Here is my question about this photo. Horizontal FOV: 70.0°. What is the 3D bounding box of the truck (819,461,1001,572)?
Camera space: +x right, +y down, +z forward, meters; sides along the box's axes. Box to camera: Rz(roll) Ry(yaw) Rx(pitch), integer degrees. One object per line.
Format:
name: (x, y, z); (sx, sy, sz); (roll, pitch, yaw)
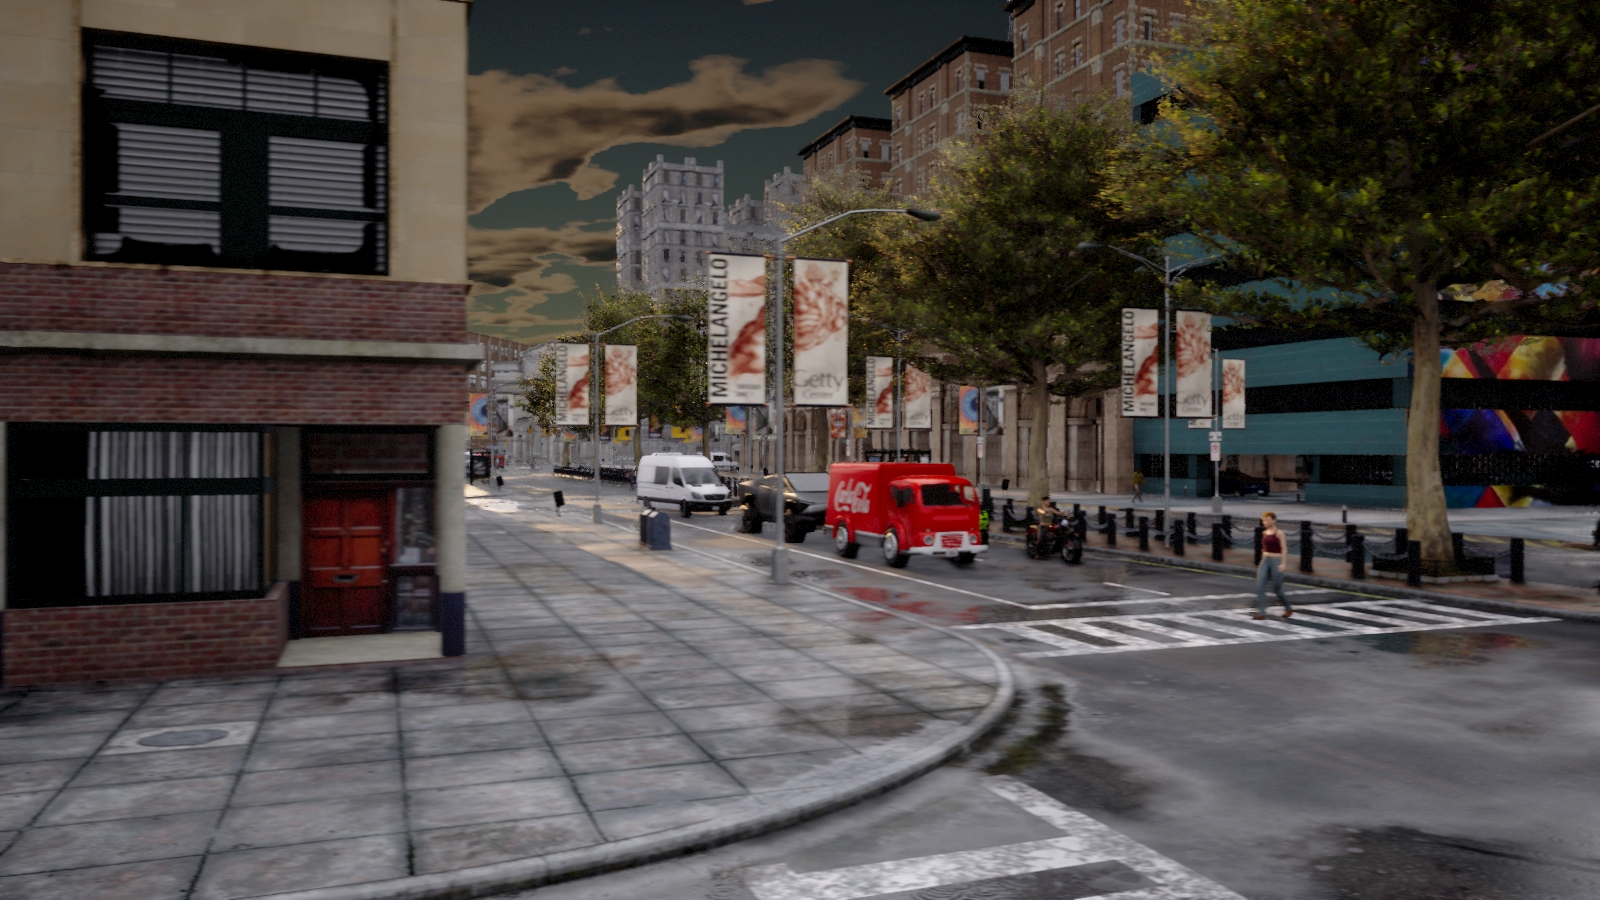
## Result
truck: (2.657, 1.563, 29.190); (2.627, 2.467, 5.204); (0, 0, -20)

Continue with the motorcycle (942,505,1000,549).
motorcycle: (4.935, 2.211, 33.119); (0.803, 1.145, 2.033); (0, 0, -20)

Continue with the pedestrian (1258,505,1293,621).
pedestrian: (7.834, 1.847, 18.830); (0.375, 1.860, 0.375); (0, 0, -26)

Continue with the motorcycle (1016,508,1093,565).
motorcycle: (6.432, 2.168, 29.055); (0.764, 1.277, 2.356); (0, 0, -20)

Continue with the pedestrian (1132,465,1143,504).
pedestrian: (16.553, 1.692, 56.037); (0.375, 1.860, 0.375); (0, 0, -19)

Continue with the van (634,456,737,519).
van: (-5.055, 1.533, 49.693); (1.988, 2.561, 5.915); (0, 0, -32)

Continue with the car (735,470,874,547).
car: (-0.015, 1.752, 36.434); (2.390, 2.098, 6.274); (0, 0, -20)
